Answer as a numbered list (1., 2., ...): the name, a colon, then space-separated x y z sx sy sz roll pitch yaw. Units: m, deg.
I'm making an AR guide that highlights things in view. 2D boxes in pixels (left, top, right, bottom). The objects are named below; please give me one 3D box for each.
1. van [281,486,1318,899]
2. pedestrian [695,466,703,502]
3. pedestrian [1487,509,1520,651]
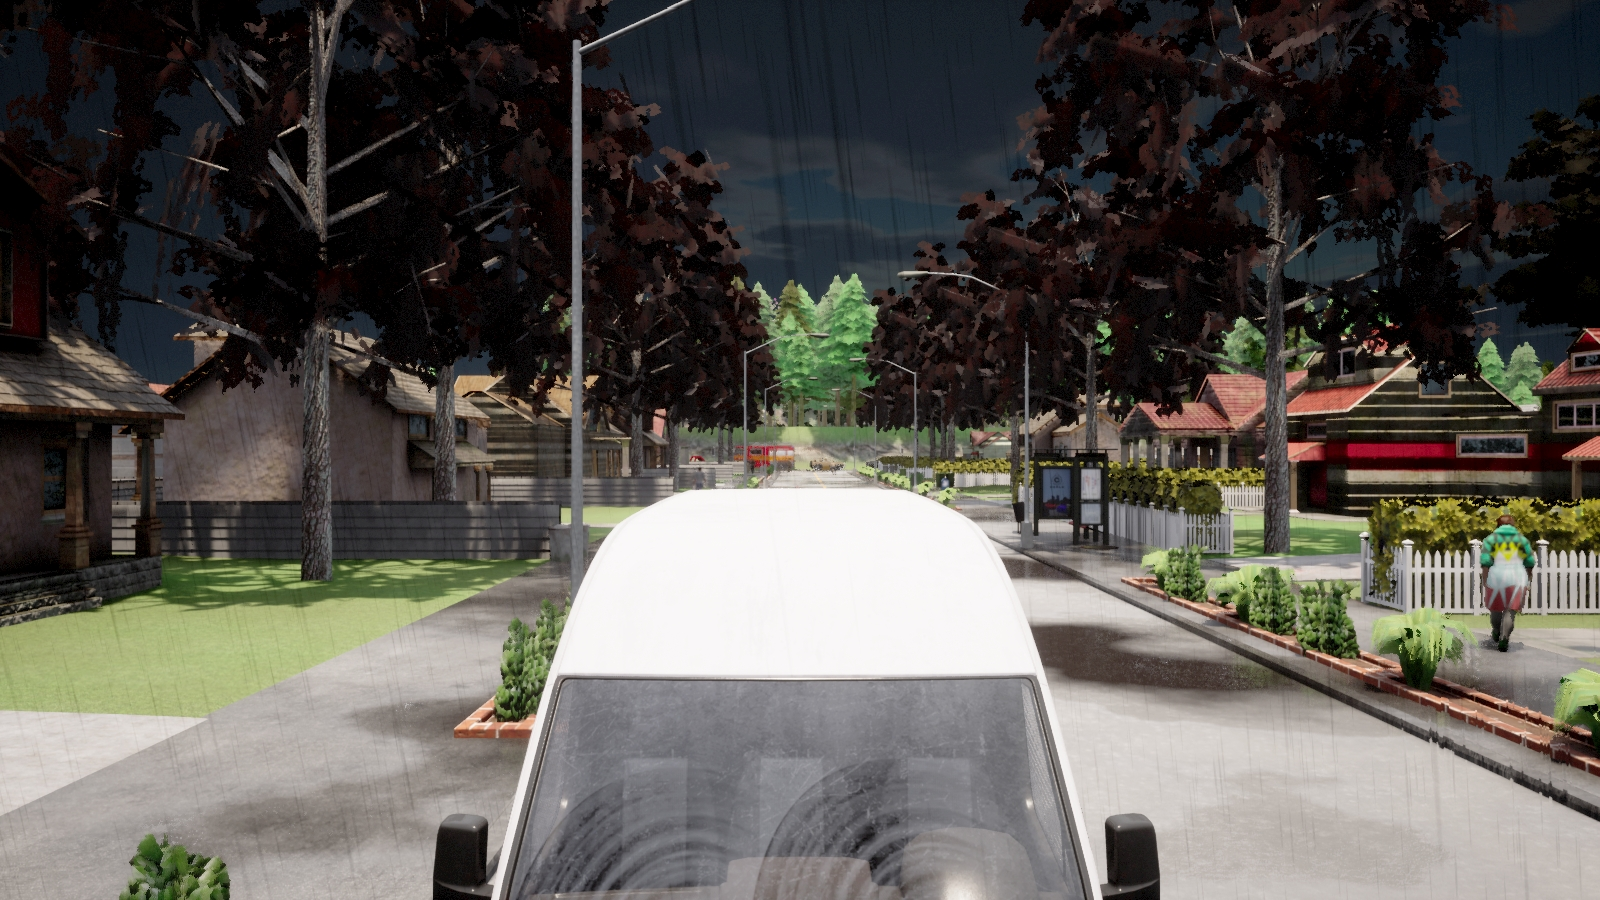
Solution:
1. van: -0.006 1.534 5.149 1.988 2.561 5.915 0 0 0
2. pedestrian: -5.252 1.743 59.493 0.375 1.860 0.375 0 0 3
3. pedestrian: 9.518 1.744 15.456 0.375 1.860 0.375 0 0 32
